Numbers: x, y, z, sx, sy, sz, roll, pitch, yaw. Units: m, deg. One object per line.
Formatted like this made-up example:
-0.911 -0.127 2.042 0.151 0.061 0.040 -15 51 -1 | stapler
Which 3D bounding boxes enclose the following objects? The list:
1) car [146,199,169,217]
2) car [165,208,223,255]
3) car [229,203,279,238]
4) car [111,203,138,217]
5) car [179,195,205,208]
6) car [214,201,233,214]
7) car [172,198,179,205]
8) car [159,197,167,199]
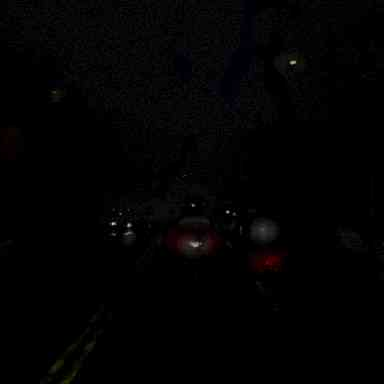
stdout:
-3.346 1.700 33.001 1.994 1.385 4.181 0 0 0 | car
0.095 1.565 13.278 1.812 1.442 4.674 0 0 0 | car
3.347 1.563 17.988 1.837 1.490 4.892 0 0 0 | car
-6.597 1.737 32.959 1.895 1.301 4.718 0 0 0 | car
0.100 1.354 32.604 2.150 2.045 5.566 0 0 0 | car
3.348 1.644 33.616 1.837 1.490 4.892 0 0 0 | car
-3.247 2.096 73.573 2.033 1.411 5.357 0 -1 0 | car
-6.497 1.912 73.606 2.097 1.767 4.553 0 -1 0 | car
